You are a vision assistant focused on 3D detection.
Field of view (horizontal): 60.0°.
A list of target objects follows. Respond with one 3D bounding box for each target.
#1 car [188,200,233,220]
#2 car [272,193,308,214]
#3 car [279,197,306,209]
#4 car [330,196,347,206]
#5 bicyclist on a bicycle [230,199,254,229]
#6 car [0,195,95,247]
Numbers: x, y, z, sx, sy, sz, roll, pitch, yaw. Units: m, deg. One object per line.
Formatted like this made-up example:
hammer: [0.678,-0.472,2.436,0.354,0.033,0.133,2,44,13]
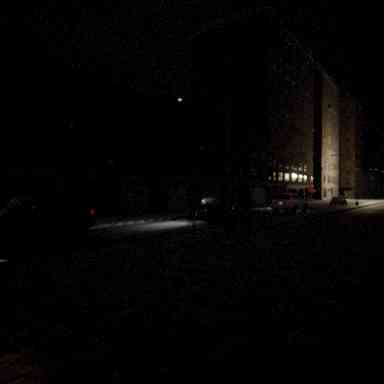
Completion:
car: [1.626,1.407,27.391,2.128,1.511,4.902,0,0,36]
car: [10.094,1.132,34.165,2.150,2.045,5.566,0,0,36]
car: [13.165,1.388,43.430,1.837,1.490,4.892,0,0,36]
car: [22.958,1.411,52.170,1.812,1.442,4.674,0,0,36]
bicyclist on a bicycle: [2.770,1.255,18.922,1.656,1.620,0.582,0,0,36]
car: [-7.092,1.166,15.200,2.150,2.045,5.566,0,0,36]
